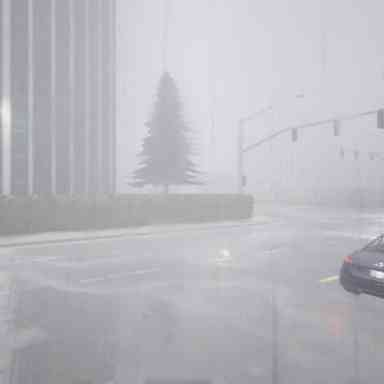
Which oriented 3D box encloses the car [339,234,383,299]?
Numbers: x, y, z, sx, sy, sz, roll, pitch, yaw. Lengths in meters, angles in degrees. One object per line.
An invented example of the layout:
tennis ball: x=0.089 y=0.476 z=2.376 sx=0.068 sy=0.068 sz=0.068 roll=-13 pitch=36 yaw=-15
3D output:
car: x=5.233 y=1.551 z=7.529 sx=4.181 sy=1.385 sz=1.994 roll=0 pitch=0 yaw=-35
